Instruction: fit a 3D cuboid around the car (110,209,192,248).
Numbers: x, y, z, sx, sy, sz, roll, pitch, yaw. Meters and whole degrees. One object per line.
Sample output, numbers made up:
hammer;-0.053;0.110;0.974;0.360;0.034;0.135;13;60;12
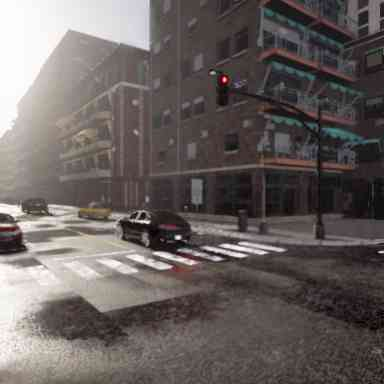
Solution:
car;-1.864;1.537;15.152;1.837;1.490;4.892;1;-1;-33

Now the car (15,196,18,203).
car;-28.397;1.648;56.657;1.752;1.417;4.829;0;0;-36

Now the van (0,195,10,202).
van;-44.794;1.556;79.535;1.690;1.788;3.998;0;0;-36

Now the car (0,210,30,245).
car;-8.714;1.591;14.810;1.802;1.307;4.206;0;0;-36

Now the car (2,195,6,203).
car;-38.194;1.740;70.326;1.947;1.339;4.313;0;0;-36

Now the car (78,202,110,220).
car;-8.601;1.587;29.037;1.752;1.417;4.829;0;0;-36

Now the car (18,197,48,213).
car;-17.555;1.422;37.088;2.097;1.767;4.553;0;0;-36

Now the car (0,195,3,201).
car;-41.593;1.721;75.068;1.752;1.417;4.829;0;0;-36

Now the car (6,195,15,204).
car;-34.896;1.594;65.725;1.967;1.590;4.097;0;0;-36
